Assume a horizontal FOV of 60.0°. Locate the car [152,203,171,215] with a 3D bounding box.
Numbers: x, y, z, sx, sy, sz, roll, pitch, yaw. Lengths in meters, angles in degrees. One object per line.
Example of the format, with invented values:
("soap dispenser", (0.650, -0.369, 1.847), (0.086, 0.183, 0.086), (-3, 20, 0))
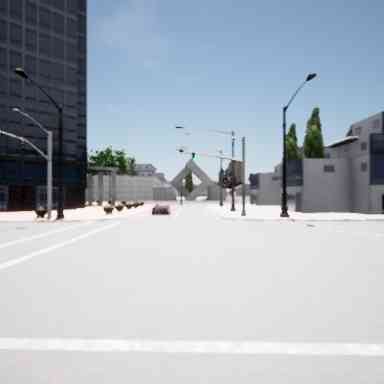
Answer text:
("car", (-3.553, 1.944, 38.829), (1.895, 1.301, 4.718), (0, -1, 0))
